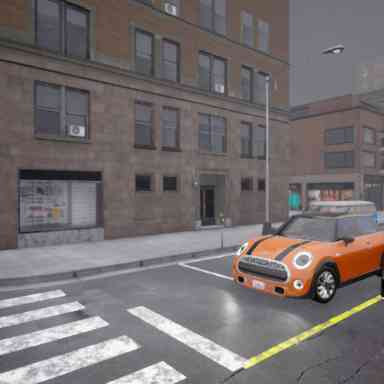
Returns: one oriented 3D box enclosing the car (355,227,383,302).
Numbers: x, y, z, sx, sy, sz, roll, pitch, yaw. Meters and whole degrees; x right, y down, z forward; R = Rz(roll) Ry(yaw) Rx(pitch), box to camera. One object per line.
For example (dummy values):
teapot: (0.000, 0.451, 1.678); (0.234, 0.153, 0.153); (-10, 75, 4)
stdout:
car: (5.369, 1.468, 6.373); (4.902, 1.511, 2.128); (0, 0, -40)

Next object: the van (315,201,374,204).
van: (6.410, 1.279, 14.251); (3.998, 1.788, 1.690); (0, 0, -40)

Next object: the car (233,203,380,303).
car: (3.131, 1.320, 8.269); (4.553, 1.767, 2.097); (0, 0, -38)
